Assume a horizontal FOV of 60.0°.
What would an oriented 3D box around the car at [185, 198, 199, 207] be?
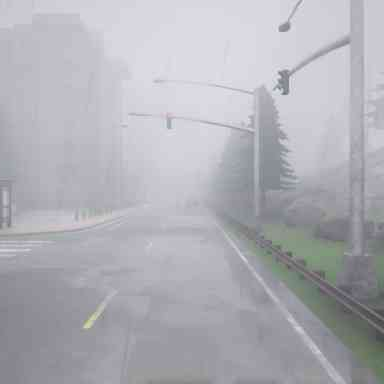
[{"bbox_3d":[-0.013,1.564,50.635,1.994,1.385,4.181,0,0,0],"label":"car"}]
